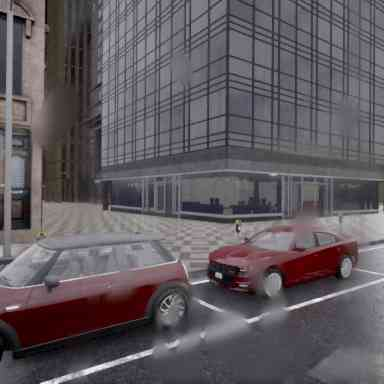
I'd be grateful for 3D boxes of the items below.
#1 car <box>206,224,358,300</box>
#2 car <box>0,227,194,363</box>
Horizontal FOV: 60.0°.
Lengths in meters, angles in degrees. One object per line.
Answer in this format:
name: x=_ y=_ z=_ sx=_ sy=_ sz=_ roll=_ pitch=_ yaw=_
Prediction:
car: x=2.413 y=1.548 z=8.431 sx=4.507 sy=1.381 sz=1.887 roll=0 pitch=1 yaw=-35
car: x=-2.050 y=1.440 z=5.287 sx=4.097 sy=1.590 sz=1.967 roll=0 pitch=1 yaw=-35
